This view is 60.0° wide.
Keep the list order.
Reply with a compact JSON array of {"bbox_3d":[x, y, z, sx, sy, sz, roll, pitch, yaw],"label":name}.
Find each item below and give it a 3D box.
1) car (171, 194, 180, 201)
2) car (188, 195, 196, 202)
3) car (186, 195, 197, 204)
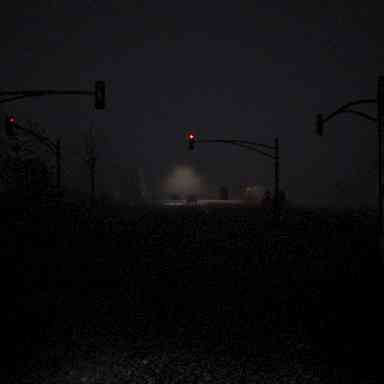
[{"bbox_3d":[-3.570,1.195,72.230,1.837,1.490,4.892,0,0,0],"label":"car"},{"bbox_3d":[-0.075,1.426,78.064,1.837,1.490,4.892,0,0,0],"label":"car"},{"bbox_3d":[-0.065,1.424,68.028,2.097,1.767,4.553,0,0,0],"label":"car"}]
